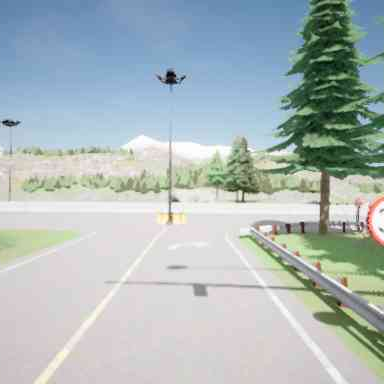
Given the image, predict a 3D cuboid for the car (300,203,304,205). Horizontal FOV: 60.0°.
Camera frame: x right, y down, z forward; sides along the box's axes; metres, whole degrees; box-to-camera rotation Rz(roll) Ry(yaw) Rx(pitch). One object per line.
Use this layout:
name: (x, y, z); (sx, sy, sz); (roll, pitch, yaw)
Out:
car: (21.482, 2.186, 58.363); (5.008, 1.535, 1.882); (0, 0, 1)

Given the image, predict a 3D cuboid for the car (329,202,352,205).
car: (22.836, 2.238, 51.380); (4.181, 1.385, 1.994); (1, 0, 1)

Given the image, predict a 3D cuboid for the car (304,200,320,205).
car: (21.516, 2.286, 54.878); (4.718, 1.301, 1.895); (0, 0, 1)
